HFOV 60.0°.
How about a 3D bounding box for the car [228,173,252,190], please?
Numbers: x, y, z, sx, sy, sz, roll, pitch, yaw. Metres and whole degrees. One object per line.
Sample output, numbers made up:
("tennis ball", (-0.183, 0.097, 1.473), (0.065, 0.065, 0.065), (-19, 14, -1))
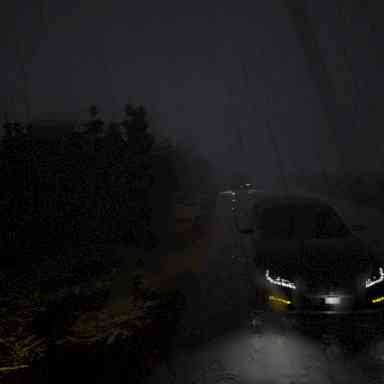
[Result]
("car", (4.607, -0.996, 32.064), (1.837, 1.490, 4.892), (-3, 7, 6))

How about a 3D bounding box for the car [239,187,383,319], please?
("car", (2.045, 0.900, 6.680), (1.837, 1.490, 4.892), (-3, 6, 6))
